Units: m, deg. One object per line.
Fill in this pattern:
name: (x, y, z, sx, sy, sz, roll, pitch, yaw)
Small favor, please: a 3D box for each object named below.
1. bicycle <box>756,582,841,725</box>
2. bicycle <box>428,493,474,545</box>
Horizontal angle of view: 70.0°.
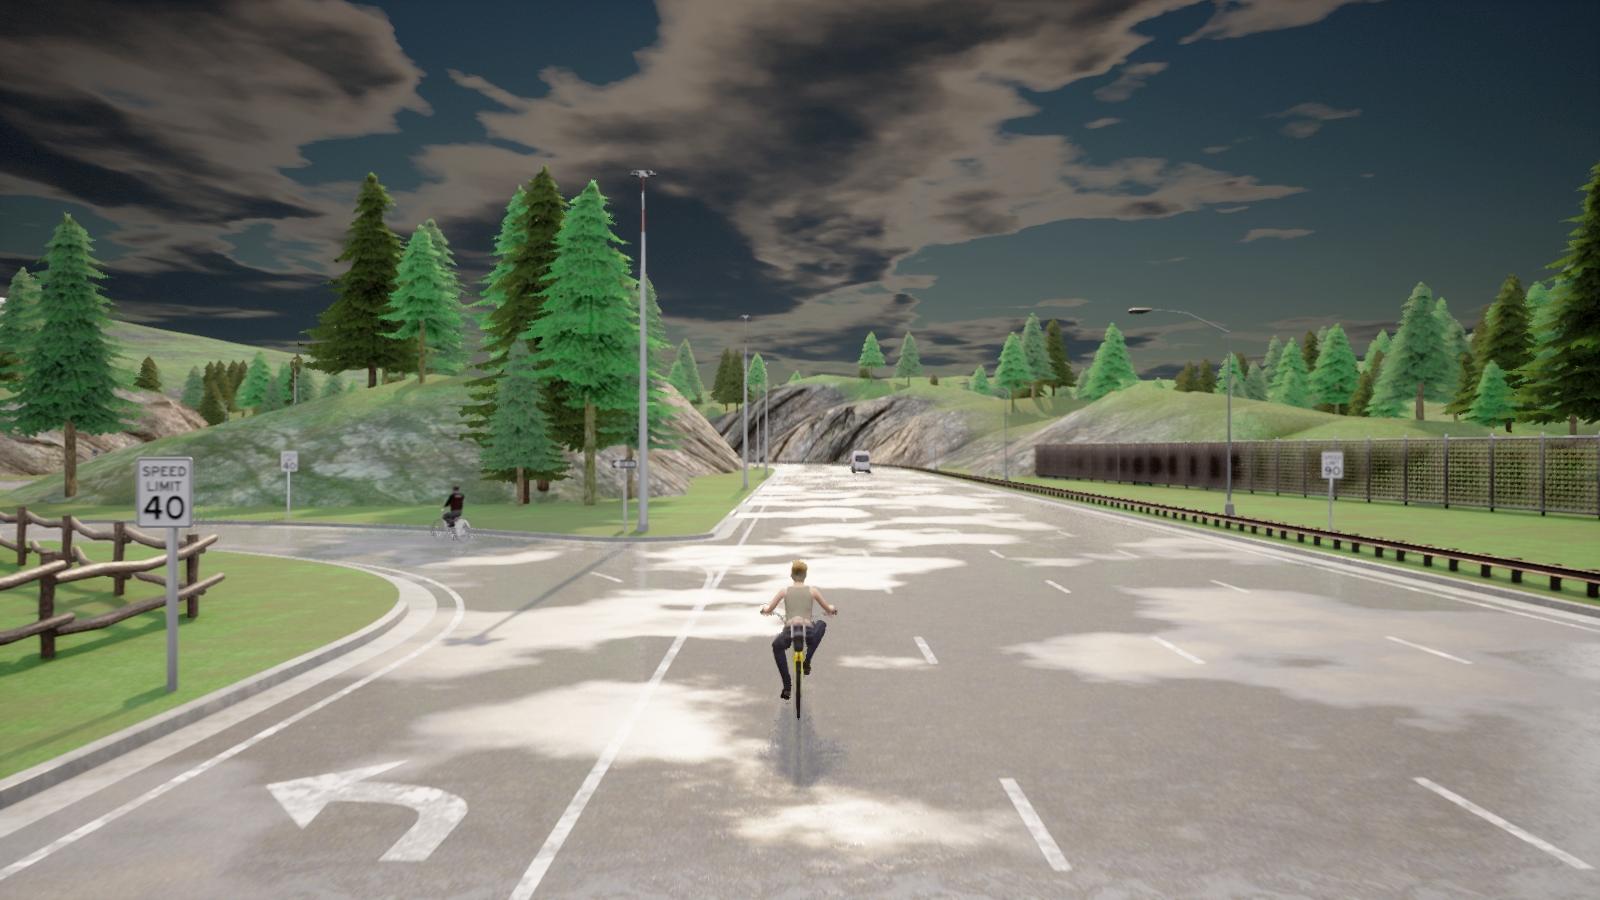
bicycle: (-0.012, 2.144, 12.301, 0.859, 1.276, 1.487, 0, 0, 0)
bicycle: (-10.325, 2.024, 33.771, 1.835, 1.471, 0.329, 0, 1, 38)
